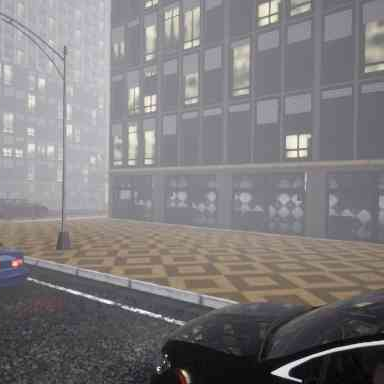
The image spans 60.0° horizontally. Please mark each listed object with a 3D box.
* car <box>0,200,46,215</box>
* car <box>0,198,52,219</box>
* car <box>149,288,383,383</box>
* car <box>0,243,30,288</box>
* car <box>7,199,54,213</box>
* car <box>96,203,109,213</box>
[{"bbox_3d":[-19.134,1.679,36.459,2.033,1.411,5.357,1,0,37],"label":"car"},{"bbox_3d":[-16.025,1.517,30.938,2.192,1.841,5.009,1,0,37],"label":"car"},{"bbox_3d":[1.850,1.505,2.363,4.892,1.490,1.837,0,0,35],"label":"car"},{"bbox_3d":[-6.071,1.543,8.032,5.357,1.411,2.033,0,0,36],"label":"car"},{"bbox_3d":[-19.505,1.640,40.319,1.752,1.417,4.829,1,0,37],"label":"car"},{"bbox_3d":[-9.210,1.828,40.136,1.752,1.417,4.829,1,0,37],"label":"car"}]
